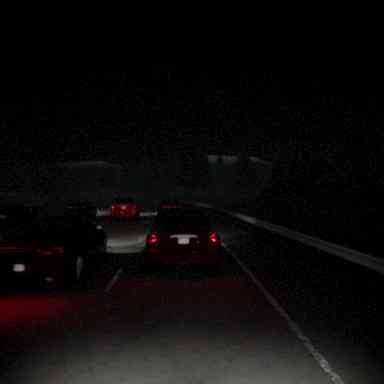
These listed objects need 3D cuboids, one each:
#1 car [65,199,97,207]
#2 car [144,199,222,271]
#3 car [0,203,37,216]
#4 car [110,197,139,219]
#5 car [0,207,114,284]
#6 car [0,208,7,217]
[{"bbox_3d":[-8.853,1.317,26.661,2.128,1.511,4.902,0,0,-7],"label":"car"},{"bbox_3d":[-0.315,1.273,10.776,2.097,1.767,4.553,0,0,-3],"label":"car"},{"bbox_3d":[-11.745,1.418,21.548,2.033,1.411,5.357,0,0,-6],"label":"car"},{"bbox_3d":[-5.329,1.169,26.657,2.097,1.767,4.553,0,0,-7],"label":"car"},{"bbox_3d":[-3.746,1.417,9.465,1.882,1.535,5.008,0,1,-3],"label":"car"},{"bbox_3d":[-7.214,1.431,8.791,1.882,1.535,5.008,0,0,-3],"label":"car"}]
